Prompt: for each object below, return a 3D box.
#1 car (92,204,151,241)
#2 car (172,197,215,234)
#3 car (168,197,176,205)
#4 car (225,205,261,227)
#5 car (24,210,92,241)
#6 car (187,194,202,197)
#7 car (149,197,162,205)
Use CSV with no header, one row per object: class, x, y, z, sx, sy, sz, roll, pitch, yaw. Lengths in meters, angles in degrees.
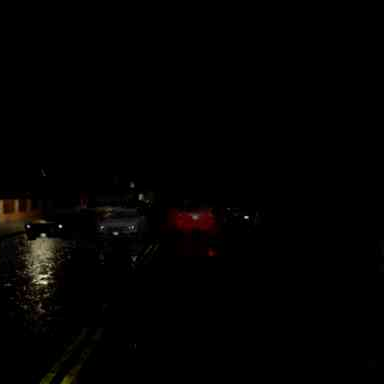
car,-3.286,1.525,16.708,1.812,1.442,4.674,0,0,0
car,0.175,1.351,19.439,2.097,1.767,4.553,0,0,0
car,-3.084,1.543,57.866,1.994,1.385,4.181,0,0,1
car,3.437,1.563,22.961,1.994,1.385,4.181,0,0,0
car,-6.537,1.601,16.890,1.895,1.301,4.718,0,0,0
car,0.252,1.213,39.488,2.150,2.045,5.566,0,0,0
car,-6.332,1.543,58.220,1.994,1.385,4.181,0,0,1
